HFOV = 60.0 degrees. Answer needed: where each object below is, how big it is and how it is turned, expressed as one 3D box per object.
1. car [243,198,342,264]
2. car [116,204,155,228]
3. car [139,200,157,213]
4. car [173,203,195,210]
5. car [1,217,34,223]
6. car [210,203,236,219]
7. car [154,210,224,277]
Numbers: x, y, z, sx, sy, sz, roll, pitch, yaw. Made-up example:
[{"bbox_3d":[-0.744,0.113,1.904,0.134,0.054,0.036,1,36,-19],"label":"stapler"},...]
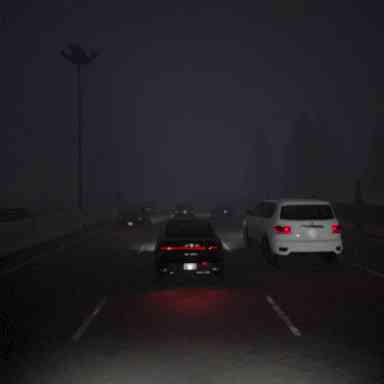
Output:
[{"bbox_3d":[3.337,1.240,12.114,2.150,2.045,5.566,-1,0,-2],"label":"car"},{"bbox_3d":[-3.961,1.733,23.269,1.895,1.301,4.718,-1,0,-2],"label":"car"},{"bbox_3d":[-5.232,1.701,39.340,2.128,1.511,4.902,0,0,-8],"label":"car"},{"bbox_3d":[-0.708,1.675,29.610,2.033,1.411,5.357,-1,0,-3],"label":"car"},{"bbox_3d":[-11.085,1.689,19.733,1.837,1.490,4.892,-1,0,-2],"label":"car"},{"bbox_3d":[2.726,1.663,30.386,1.994,1.385,4.181,0,0,-3],"label":"car"},{"bbox_3d":[-0.115,1.549,10.399,1.837,1.490,4.892,-1,0,-2],"label":"car"}]
